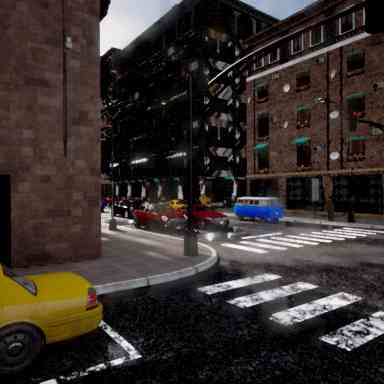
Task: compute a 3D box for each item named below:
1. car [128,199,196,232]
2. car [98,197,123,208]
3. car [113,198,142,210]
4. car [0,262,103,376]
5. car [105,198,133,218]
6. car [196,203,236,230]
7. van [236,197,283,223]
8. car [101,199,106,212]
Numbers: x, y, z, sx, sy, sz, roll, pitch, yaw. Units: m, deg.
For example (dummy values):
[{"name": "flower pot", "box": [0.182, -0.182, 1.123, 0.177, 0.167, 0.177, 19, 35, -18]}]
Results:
[{"name": "car", "box": [-1.895, 1.441, 20.004, 1.967, 1.590, 4.097, 0, 0, -36]}, {"name": "car", "box": [-11.752, 1.463, 47.813, 1.887, 1.381, 4.507, -1, 0, -36]}, {"name": "car", "box": [-8.423, 1.463, 43.234, 1.887, 1.381, 4.507, -1, 0, -36]}, {"name": "car", "box": [-3.590, 1.525, 4.004, 4.829, 1.417, 1.752, 0, 0, -36]}, {"name": "car", "box": [-5.640, 1.473, 29.555, 1.837, 1.490, 4.892, -1, 0, -36]}, {"name": "car", "box": [0.404, 1.508, 21.248, 1.812, 1.442, 4.674, -1, 0, -34]}, {"name": "van", "box": [4.894, 1.281, 24.917, 1.690, 1.788, 3.998, 0, 0, -36]}, {"name": "car", "box": [-11.910, 1.183, 38.195, 2.150, 2.045, 5.566, -1, 0, -36]}]
